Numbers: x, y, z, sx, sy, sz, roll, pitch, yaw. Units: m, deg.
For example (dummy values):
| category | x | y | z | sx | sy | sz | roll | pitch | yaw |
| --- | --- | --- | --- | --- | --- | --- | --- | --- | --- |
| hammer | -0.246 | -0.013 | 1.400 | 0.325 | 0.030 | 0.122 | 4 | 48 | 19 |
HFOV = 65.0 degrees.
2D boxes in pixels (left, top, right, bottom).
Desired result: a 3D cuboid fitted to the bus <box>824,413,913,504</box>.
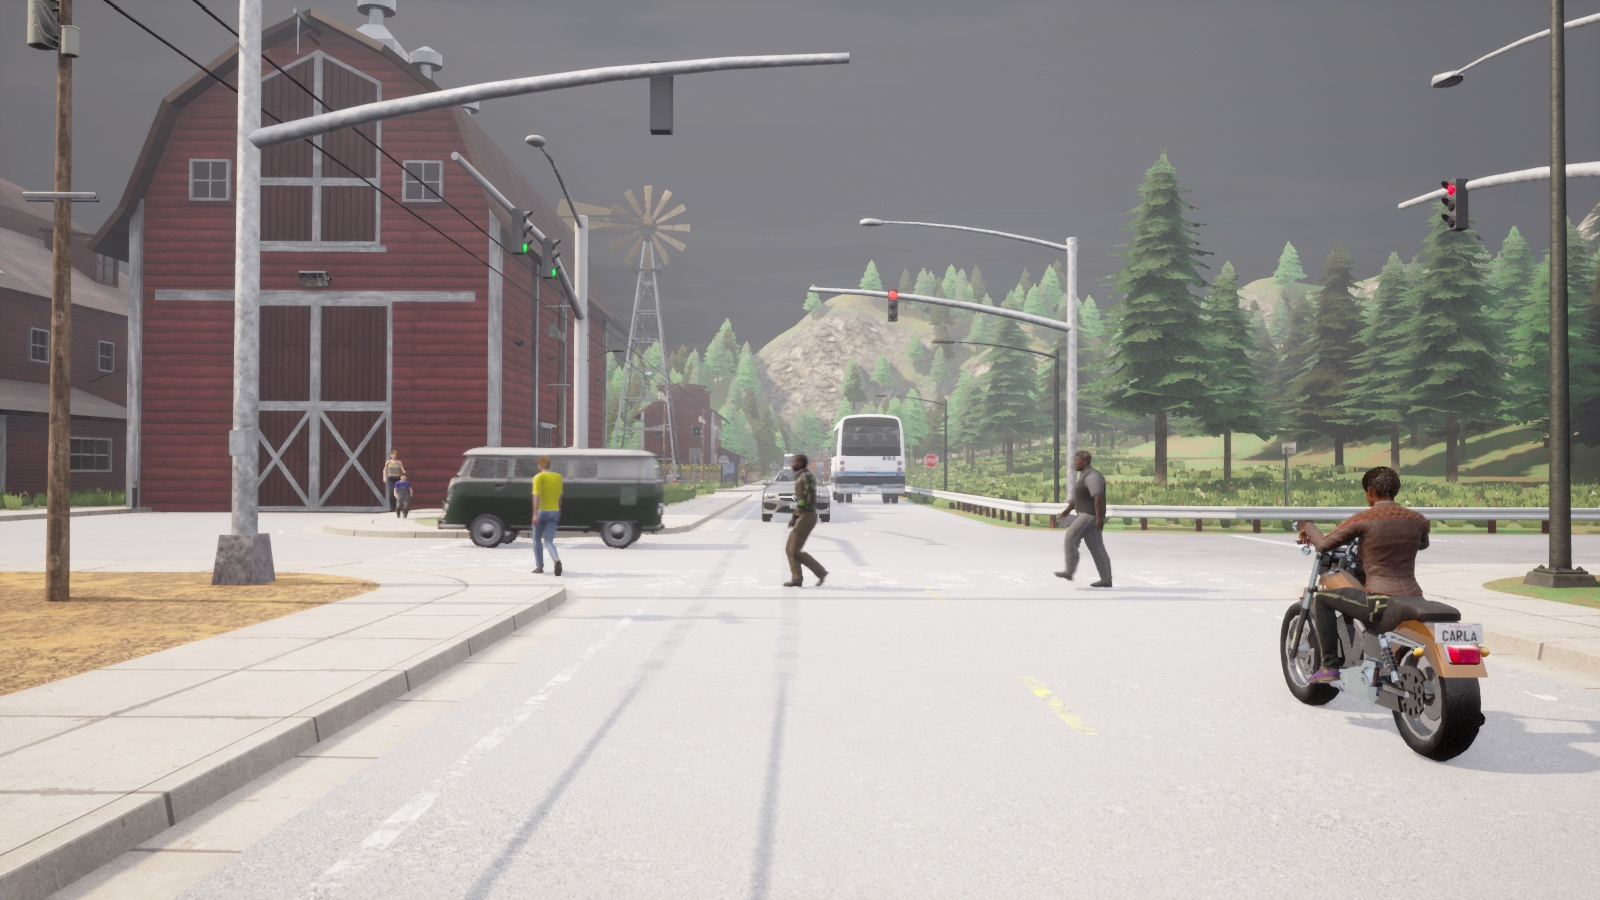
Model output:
| category | x | y | z | sx | sy | sz | roll | pitch | yaw |
| --- | --- | --- | --- | --- | --- | --- | --- | --- | --- |
| bus | 3.322 | 0.501 | 64.238 | 3.944 | 4.253 | 10.273 | 0 | -1 | 0 |

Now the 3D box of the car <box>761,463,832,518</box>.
| category | x | y | z | sx | sy | sz | roll | pitch | yaw |
| --- | --- | --- | --- | --- | --- | --- | --- | --- | --- |
| car | -0.109 | 1.268 | 40.278 | 2.152 | 1.651 | 5.027 | 0 | -1 | 0 |

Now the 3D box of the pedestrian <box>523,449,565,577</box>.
| category | x | y | z | sx | sy | sz | roll | pitch | yaw |
| --- | --- | --- | --- | --- | --- | --- | --- | --- | --- |
| pedestrian | -3.762 | 0.909 | 18.433 | 0.354 | 1.836 | 0.706 | 0 | -1 | -36 |

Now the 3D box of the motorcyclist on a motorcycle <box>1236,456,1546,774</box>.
| category | x | y | z | sx | sy | sz | roll | pitch | yaw |
| --- | --- | --- | --- | --- | --- | --- | --- | --- | --- |
| motorcyclist on a motorcycle | 3.478 | 0.880 | 7.705 | 0.766 | 1.649 | 2.350 | 0 | -1 | 0 |

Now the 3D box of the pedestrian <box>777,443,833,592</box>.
| category | x | y | z | sx | sy | sz | roll | pitch | yaw |
| --- | --- | --- | --- | --- | --- | --- | --- | --- | --- |
| pedestrian | 0.073 | 0.885 | 16.545 | 0.692 | 1.930 | 0.395 | 0 | -1 | 6 |

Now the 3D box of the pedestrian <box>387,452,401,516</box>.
| category | x | y | z | sx | sy | sz | roll | pitch | yaw |
| --- | --- | --- | --- | --- | --- | --- | --- | --- | --- |
| pedestrian | -11.770 | 0.986 | 36.395 | 0.345 | 1.836 | 0.594 | 0 | -1 | -23 |

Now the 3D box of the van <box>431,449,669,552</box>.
| category | x | y | z | sx | sy | sz | roll | pitch | yaw |
| --- | --- | --- | --- | --- | --- | --- | --- | --- | --- |
| van | -4.941 | 0.986 | 25.255 | 4.442 | 1.987 | 1.775 | 0 | -1 | -1 |

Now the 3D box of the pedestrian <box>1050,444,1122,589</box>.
| category | x | y | z | sx | sy | sz | roll | pitch | yaw |
| --- | --- | --- | --- | --- | --- | --- | --- | --- | --- |
| pedestrian | 3.759 | 0.869 | 16.575 | 0.849 | 1.883 | 0.563 | 0 | -1 | 6 |

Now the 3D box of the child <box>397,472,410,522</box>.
| category | x | y | z | sx | sy | sz | roll | pitch | yaw |
| --- | --- | --- | --- | --- | --- | --- | --- | --- | --- |
| child | -10.137 | 1.186 | 32.091 | 0.270 | 1.263 | 0.437 | 0 | -1 | -24 |
